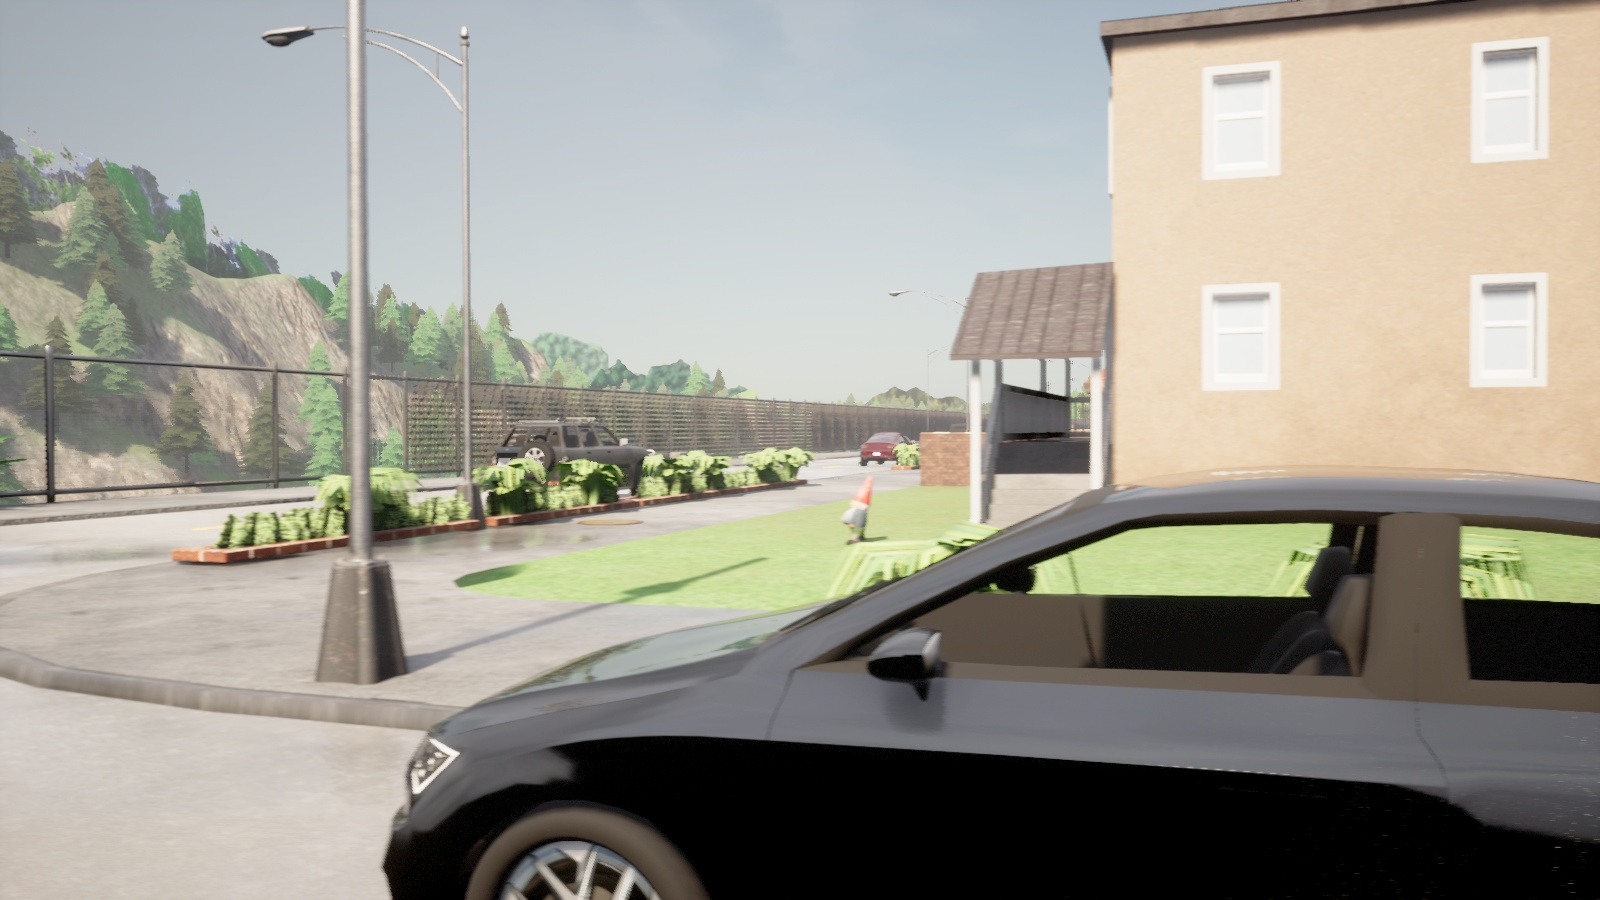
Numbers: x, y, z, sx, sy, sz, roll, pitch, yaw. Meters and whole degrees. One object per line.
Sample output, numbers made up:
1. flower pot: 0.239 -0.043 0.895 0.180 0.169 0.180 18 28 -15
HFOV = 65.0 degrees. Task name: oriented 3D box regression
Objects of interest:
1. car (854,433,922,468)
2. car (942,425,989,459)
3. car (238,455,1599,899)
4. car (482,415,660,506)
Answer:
1. car: 3.882 -0.006 54.625 1.812 1.442 4.674 1 1 18
2. car: 9.415 -0.482 71.279 1.905 1.878 3.866 1 1 18
3. car: 0.827 0.788 3.442 4.193 1.474 1.816 1 1 18
4. car: -4.970 0.177 27.967 1.932 1.855 4.605 1 1 18
